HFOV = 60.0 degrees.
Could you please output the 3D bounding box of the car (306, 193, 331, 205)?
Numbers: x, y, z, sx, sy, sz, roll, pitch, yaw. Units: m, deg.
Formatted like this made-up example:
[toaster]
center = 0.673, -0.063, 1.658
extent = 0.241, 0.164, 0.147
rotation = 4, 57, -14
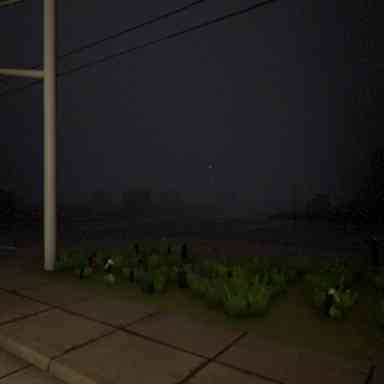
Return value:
[car]
center = 16.775, 1.171, 44.185
extent = 1.905, 1.878, 3.866
rotation = -6, -1, -8
